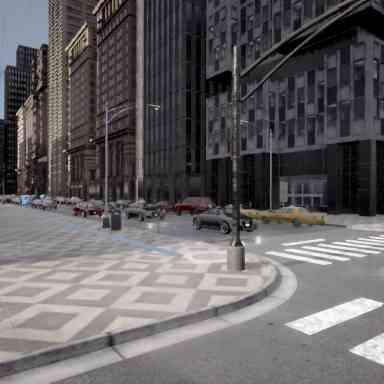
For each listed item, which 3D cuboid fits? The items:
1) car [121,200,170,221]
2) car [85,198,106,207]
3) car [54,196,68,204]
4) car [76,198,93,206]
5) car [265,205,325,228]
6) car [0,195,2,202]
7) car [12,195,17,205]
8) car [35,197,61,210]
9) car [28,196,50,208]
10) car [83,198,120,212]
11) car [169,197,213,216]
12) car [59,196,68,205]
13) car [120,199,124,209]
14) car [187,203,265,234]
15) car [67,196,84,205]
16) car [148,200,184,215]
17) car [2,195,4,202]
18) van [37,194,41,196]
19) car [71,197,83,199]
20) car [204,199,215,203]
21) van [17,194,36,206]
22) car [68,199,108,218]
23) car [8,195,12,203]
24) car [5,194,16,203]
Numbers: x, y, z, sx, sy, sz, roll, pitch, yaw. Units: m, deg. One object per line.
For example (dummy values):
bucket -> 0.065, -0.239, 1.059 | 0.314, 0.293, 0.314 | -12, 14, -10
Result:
car -> -3.946, 1.623, 27.630 | 1.994, 1.385, 4.181 | 0, 0, -35
car -> -15.911, 1.727, 54.675 | 1.947, 1.339, 4.313 | 0, 0, -35
car -> -28.854, 1.669, 72.965 | 1.967, 1.590, 4.097 | 0, 0, -35
car -> -19.147, 1.760, 59.248 | 1.802, 1.307, 4.206 | 0, 0, -35
car -> 6.641, 1.579, 22.805 | 1.752, 1.417, 4.829 | 0, 0, -35
car -> -45.513, 1.690, 81.748 | 1.967, 1.590, 4.097 | 0, 0, -35
car -> -32.471, 1.705, 63.318 | 1.752, 1.417, 4.829 | 0, 0, -35
car -> -19.625, 1.697, 45.164 | 1.802, 1.307, 4.206 | 0, 0, -35
car -> -22.861, 1.713, 49.737 | 1.802, 1.307, 4.206 | 0, 0, -35
car -> -9.942, 1.592, 36.113 | 1.837, 1.490, 4.892 | 0, 0, -35
car -> 0.267, 1.398, 31.812 | 2.192, 1.841, 5.009 | 0, 0, -35
car -> -23.534, 1.781, 60.840 | 1.895, 1.301, 4.718 | 0, 0, -36
car -> -9.440, 1.680, 45.530 | 2.008, 1.369, 4.403 | 0, 0, -35
car -> 1.842, 1.596, 19.448 | 1.994, 1.385, 4.181 | 0, 0, -35
car -> -22.383, 1.635, 63.820 | 1.967, 1.590, 4.097 | 0, 0, -35
car -> -2.968, 1.643, 36.384 | 1.887, 1.381, 4.507 | 0, 0, -35
car -> -42.277, 1.814, 77.175 | 1.802, 1.307, 4.206 | 0, 0, -35
van -> -38.562, 1.622, 86.684 | 1.690, 1.788, 3.998 | 0, 0, -35
car -> -17.516, 1.654, 52.339 | 1.837, 1.490, 4.892 | 0, 0, -35
car -> 3.405, 1.594, 27.377 | 1.752, 1.417, 4.829 | 0, 0, -35
van -> -29.333, 1.505, 58.884 | 1.690, 1.788, 3.998 | 0, 0, -35
car -> -9.917, 1.612, 31.445 | 1.887, 1.381, 4.507 | 0, 0, -35
car -> -35.805, 1.780, 68.029 | 1.802, 1.307, 4.206 | 0, 0, -35
car -> -39.041, 1.530, 72.603 | 2.192, 1.841, 5.009 | 0, 0, -35
